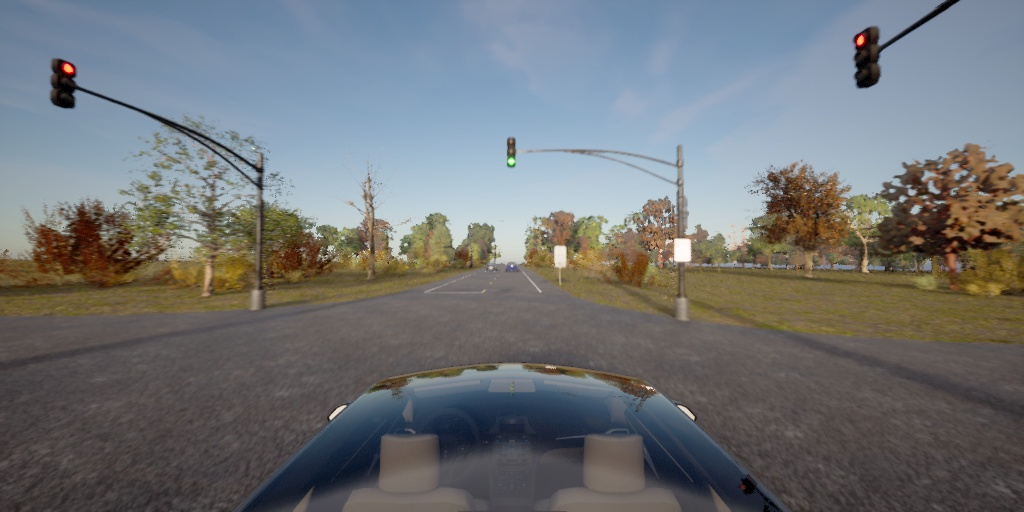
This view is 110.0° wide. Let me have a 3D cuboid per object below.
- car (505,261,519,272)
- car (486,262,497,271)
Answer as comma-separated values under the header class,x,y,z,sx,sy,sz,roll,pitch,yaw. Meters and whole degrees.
class,x,y,z,sx,sy,sz,roll,pitch,yaw
car,0.004,1.633,57.052,2.097,1.767,4.553,0,-1,0
car,-3.497,1.833,61.667,2.128,1.511,4.902,0,-1,0
